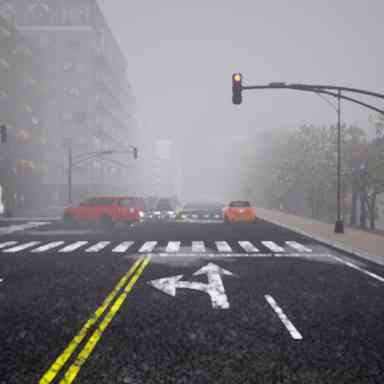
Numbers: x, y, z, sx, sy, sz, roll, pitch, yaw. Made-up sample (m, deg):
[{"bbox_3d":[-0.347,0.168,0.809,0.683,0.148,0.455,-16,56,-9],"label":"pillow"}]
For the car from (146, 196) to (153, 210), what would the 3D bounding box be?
[{"bbox_3d":[-6.520,1.501,40.763,2.128,1.511,4.902,0,0,0],"label":"car"}]

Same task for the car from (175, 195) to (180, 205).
[{"bbox_3d":[-3.216,1.373,57.815,2.097,1.767,4.553,0,0,0],"label":"car"}]

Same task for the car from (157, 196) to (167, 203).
[{"bbox_3d":[-6.365,1.520,71.249,1.837,1.490,4.892,0,0,0],"label":"car"}]

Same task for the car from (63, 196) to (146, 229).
[{"bbox_3d":[-6.133,1.289,22.288,5.566,2.045,2.150,0,-1,30],"label":"car"}]

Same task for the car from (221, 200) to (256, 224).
[{"bbox_3d":[3.388,1.360,24.863,2.097,1.767,4.553,0,0,0],"label":"car"}]

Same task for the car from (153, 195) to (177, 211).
[{"bbox_3d":[-3.270,1.487,40.772,1.882,1.535,5.008,0,0,0],"label":"car"}]
